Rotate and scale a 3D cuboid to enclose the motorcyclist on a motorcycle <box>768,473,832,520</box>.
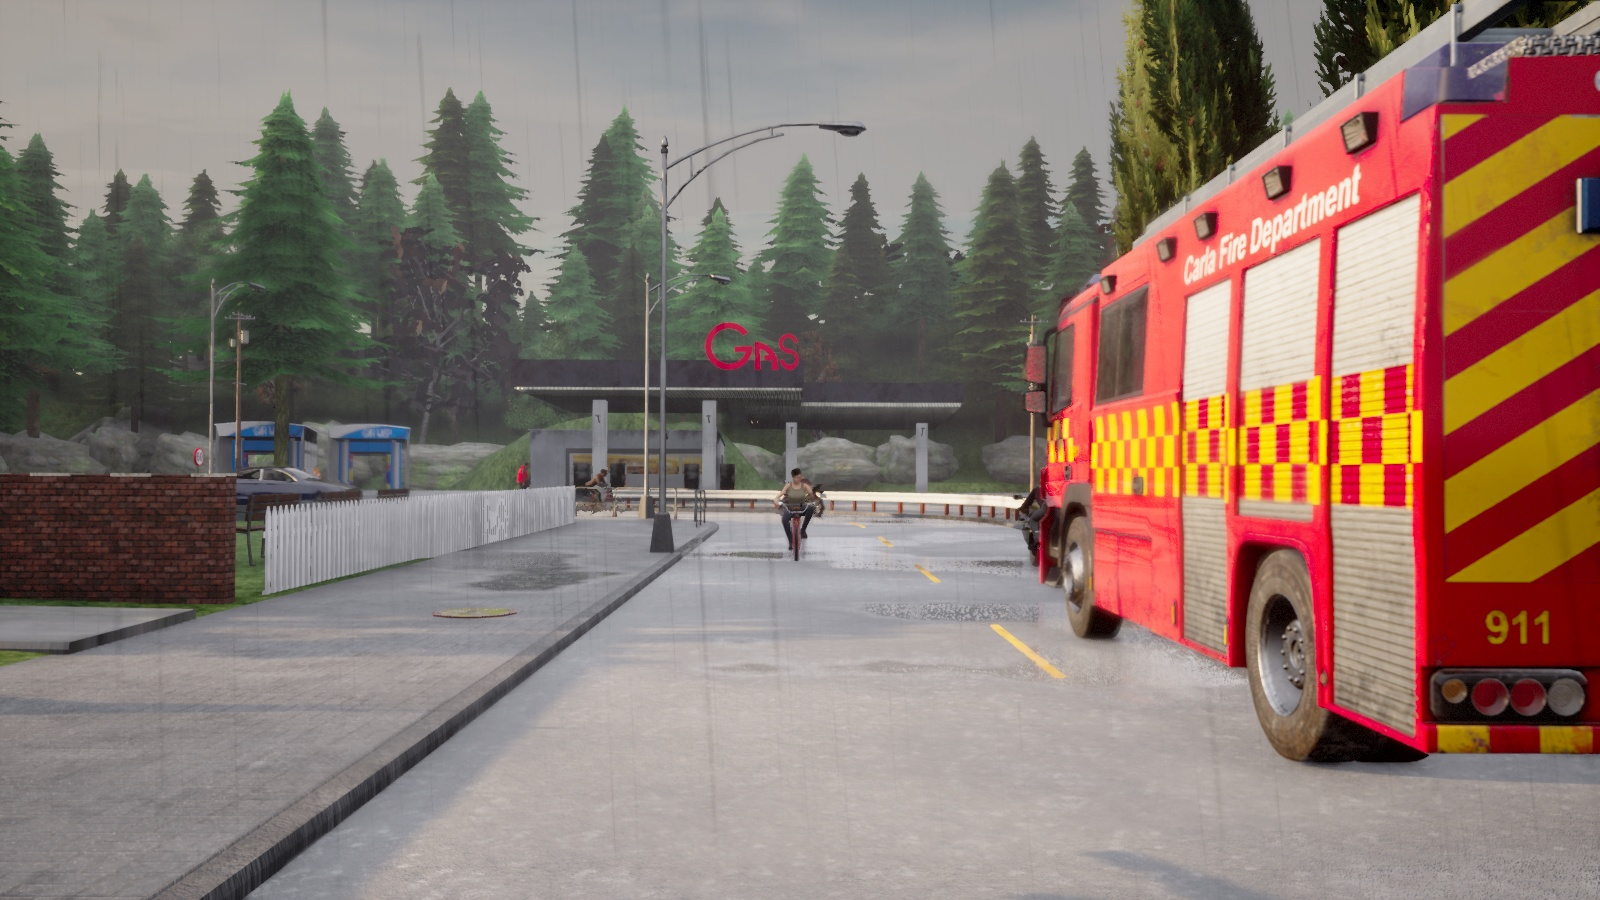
[{"bbox_3d":[-0.004,1.568,42.765,0.866,1.530,2.191,-1,0,-44],"label":"motorcyclist on a motorcycle"}]

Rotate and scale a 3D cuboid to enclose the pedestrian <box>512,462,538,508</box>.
[{"bbox_3d":[-11.159,1.423,51.000,0.899,1.844,0.634,0,-1,-1],"label":"pedestrian"}]

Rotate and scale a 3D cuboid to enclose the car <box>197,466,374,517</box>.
[{"bbox_3d":[-17.159,1.366,42.046,5.027,1.651,2.152,0,-1,0],"label":"car"}]

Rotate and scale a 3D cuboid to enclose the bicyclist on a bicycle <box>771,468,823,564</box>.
[{"bbox_3d":[-0.051,1.119,21.930,0.866,1.612,1.509,0,-1,0],"label":"bicyclist on a bicycle"}]

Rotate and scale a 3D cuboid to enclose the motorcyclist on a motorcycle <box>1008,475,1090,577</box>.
[{"bbox_3d":[3.953,1.171,20.108,0.866,1.530,2.191,0,-1,0],"label":"motorcyclist on a motorcycle"}]

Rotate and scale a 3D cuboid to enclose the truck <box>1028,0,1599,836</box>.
[{"bbox_3d":[3.972,-0.207,9.579,2.891,3.827,8.468,0,-1,0],"label":"truck"}]

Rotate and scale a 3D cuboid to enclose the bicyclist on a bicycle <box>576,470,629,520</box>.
[{"bbox_3d":[-6.538,1.492,41.605,1.656,1.620,0.582,0,0,14],"label":"bicyclist on a bicycle"}]
